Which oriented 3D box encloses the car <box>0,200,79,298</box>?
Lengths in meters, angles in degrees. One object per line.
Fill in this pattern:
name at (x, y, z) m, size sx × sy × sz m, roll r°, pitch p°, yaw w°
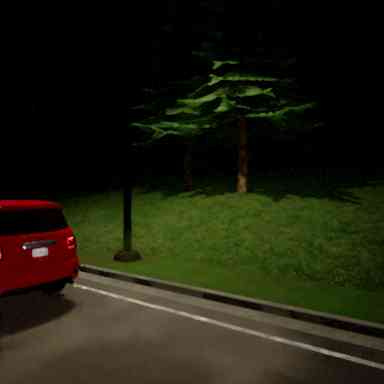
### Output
car at (-4.920, 1.219, 7.502) m, size 5.566 × 2.045 × 2.150 m, roll -1°, pitch -1°, yaw 35°
